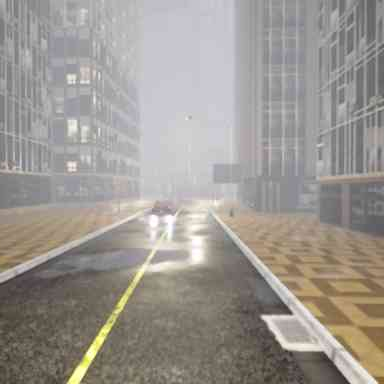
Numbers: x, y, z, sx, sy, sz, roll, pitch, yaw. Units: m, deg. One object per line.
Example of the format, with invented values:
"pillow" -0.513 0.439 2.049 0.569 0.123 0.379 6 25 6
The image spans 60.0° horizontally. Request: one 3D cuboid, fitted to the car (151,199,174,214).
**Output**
"car" -2.729 1.373 31.641 1.895 1.301 4.718 0 0 0
